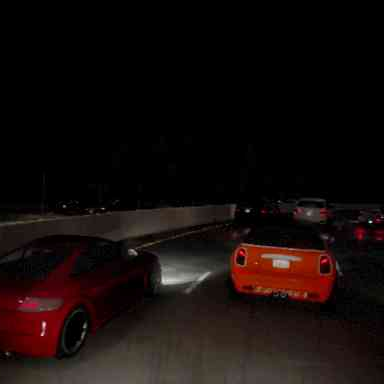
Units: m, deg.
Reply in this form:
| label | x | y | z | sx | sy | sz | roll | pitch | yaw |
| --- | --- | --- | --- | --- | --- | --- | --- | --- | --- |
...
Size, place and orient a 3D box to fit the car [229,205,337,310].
| label | x | y | z | sx | sy | sz | roll | pitch | yaw |
| --- | --- | --- | --- | --- | --- | --- | --- | --- | --- |
| car | 2.342 | 1.420 | 8.417 | 2.097 | 1.767 | 4.553 | 2 | 0 | 17 |

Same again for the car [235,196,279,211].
| label | x | y | z | sx | sy | sz | roll | pitch | yaw |
| --- | --- | --- | --- | --- | --- | --- | --- | --- | --- |
| car | 4.742 | 1.344 | 23.623 | 2.150 | 2.045 | 5.566 | 2 | 0 | 26 |

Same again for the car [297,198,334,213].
| label | x | y | z | sx | sy | sz | roll | pitch | yaw |
| --- | --- | --- | --- | --- | --- | --- | --- | --- | --- |
| car | 8.724 | 1.501 | 23.648 | 2.150 | 2.045 | 5.566 | 2 | 0 | 27 |

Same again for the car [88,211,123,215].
| label | x | y | z | sx | sy | sz | roll | pitch | yaw |
| --- | --- | --- | --- | --- | --- | --- | --- | --- | --- |
| car | -6.077 | 1.180 | 25.680 | 2.128 | 1.511 | 4.902 | 2 | 0 | 26 |

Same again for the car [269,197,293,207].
| label | x | y | z | sx | sy | sz | roll | pitch | yaw |
| --- | --- | --- | --- | --- | --- | --- | --- | --- | --- |
| car | 16.570 | 1.839 | 61.937 | 4.553 | 1.767 | 2.097 | 2 | 0 | -42 |

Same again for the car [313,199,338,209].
| label | x | y | z | sx | sy | sz | roll | pitch | yaw |
| --- | --- | --- | --- | --- | --- | --- | --- | --- | --- |
| car | 23.683 | 2.128 | 58.885 | 4.553 | 1.767 | 2.097 | 2 | 0 | -40 |

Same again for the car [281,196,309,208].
| label | x | y | z | sx | sy | sz | roll | pitch | yaw |
| --- | --- | --- | --- | --- | --- | --- | --- | --- | --- |
| car | 18.250 | 1.785 | 58.755 | 5.566 | 2.045 | 2.150 | 2 | 0 | -42 |

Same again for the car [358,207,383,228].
| label | x | y | z | sx | sy | sz | roll | pitch | yaw |
| --- | --- | --- | --- | --- | --- | --- | --- | --- | --- |
| car | 14.511 | 2.027 | 26.719 | 1.812 | 1.442 | 4.674 | 2 | 0 | 32 |

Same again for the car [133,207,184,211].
| label | x | y | z | sx | sy | sz | roll | pitch | yaw |
| --- | --- | --- | --- | --- | --- | --- | --- | --- | --- |
| car | -2.160 | 1.348 | 25.780 | 1.837 | 1.490 | 4.892 | 2 | 0 | 26 |

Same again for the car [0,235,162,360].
| label | x | y | z | sx | sy | sz | roll | pitch | yaw |
| --- | --- | --- | --- | --- | --- | --- | --- | --- | --- |
| car | -2.045 | 1.466 | 5.987 | 1.994 | 1.385 | 4.181 | 2 | 0 | 15 |
